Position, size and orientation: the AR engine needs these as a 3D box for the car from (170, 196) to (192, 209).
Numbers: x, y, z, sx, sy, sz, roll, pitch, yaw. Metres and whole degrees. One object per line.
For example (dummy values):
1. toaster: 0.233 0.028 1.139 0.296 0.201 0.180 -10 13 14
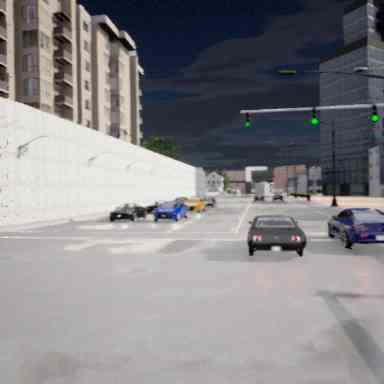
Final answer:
1. car: -1.437 1.412 45.341 1.837 1.490 4.892 -1 0 11

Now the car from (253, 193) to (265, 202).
1. car: 13.031 0.946 64.560 2.097 1.767 4.553 -1 0 11

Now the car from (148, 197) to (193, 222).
1. car: -1.579 1.437 26.398 1.882 1.535 5.008 -1 0 11

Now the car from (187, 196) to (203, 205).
1. car: 0.548 1.371 55.303 1.812 1.442 4.674 -1 0 11

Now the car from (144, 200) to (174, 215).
1. car: -3.401 1.570 35.382 1.895 1.301 4.718 -1 0 11

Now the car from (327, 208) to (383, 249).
1. car: 6.810 1.366 13.486 1.812 1.442 4.674 -1 0 11

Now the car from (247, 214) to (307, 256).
1. car: 3.115 1.510 12.803 1.895 1.301 4.718 -1 0 11

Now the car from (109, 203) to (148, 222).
1. car: -5.068 1.586 26.783 1.994 1.385 4.181 -1 0 11

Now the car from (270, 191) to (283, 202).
1. car: 16.456 1.038 63.825 1.837 1.490 4.892 -1 0 11

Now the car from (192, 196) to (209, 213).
1. car: 0.226 1.380 35.682 1.882 1.535 5.008 -1 0 11

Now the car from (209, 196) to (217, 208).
1. car: 2.250 1.330 45.920 2.128 1.511 4.902 -1 0 12
